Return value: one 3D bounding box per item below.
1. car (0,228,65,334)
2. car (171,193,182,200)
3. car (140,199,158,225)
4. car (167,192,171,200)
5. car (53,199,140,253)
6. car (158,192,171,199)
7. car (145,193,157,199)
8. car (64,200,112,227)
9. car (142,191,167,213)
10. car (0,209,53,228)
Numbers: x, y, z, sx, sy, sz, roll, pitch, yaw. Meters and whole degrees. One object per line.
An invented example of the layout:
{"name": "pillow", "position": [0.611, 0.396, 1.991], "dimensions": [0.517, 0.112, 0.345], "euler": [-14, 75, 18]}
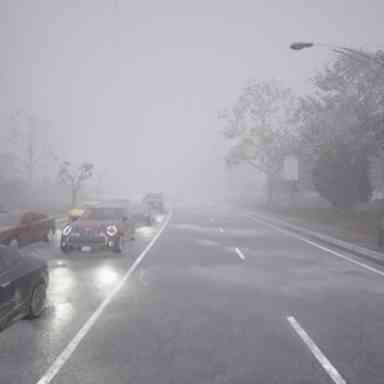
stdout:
{"name": "car", "position": [-3.602, 1.526, 4.611], "dimensions": [1.812, 1.442, 4.674], "euler": [0, 0, 0]}
{"name": "car", "position": [-3.886, 0.972, 76.353], "dimensions": [2.097, 1.767, 4.553], "euler": [0, 0, -18]}
{"name": "car", "position": [-3.708, 1.487, 23.853], "dimensions": [1.812, 1.442, 4.674], "euler": [0, 0, -1]}
{"name": "car", "position": [-6.942, 0.851, 74.411], "dimensions": [2.150, 2.045, 5.566], "euler": [0, 0, -18]}
{"name": "car", "position": [-3.621, 1.344, 13.592], "dimensions": [2.097, 1.767, 4.553], "euler": [0, 0, 0]}
{"name": "car", "position": [-7.102, 0.785, 85.806], "dimensions": [2.097, 1.767, 4.553], "euler": [0, 0, -22]}
{"name": "car", "position": [-10.351, 0.988, 84.500], "dimensions": [1.994, 1.385, 4.181], "euler": [0, 0, -22]}
{"name": "car", "position": [-7.209, 1.440, 23.575], "dimensions": [1.882, 1.535, 5.008], "euler": [0, 0, -1]}
{"name": "car", "position": [-4.084, 1.118, 35.525], "dimensions": [2.150, 2.045, 5.566], "euler": [0, 0, -3]}
{"name": "car", "position": [-7.117, 1.470, 13.172], "dimensions": [1.882, 1.535, 5.008], "euler": [0, 0, 0]}
